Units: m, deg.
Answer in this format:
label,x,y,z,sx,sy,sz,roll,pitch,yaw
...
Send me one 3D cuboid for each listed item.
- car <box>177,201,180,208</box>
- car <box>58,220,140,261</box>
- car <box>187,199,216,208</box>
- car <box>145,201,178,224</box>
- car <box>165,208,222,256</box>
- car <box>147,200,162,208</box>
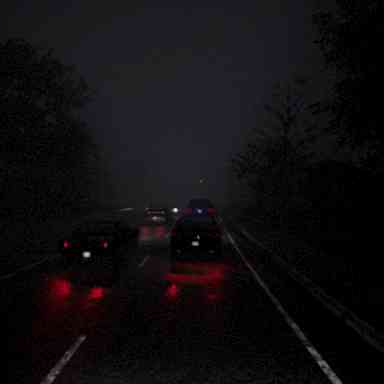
label,x,y,z,sx,sy,sz,roll,pitch,yaw
car,-3.522,2.355,62.595,1.895,1.301,4.718,0,-1,6
car,-3.334,1.759,12.978,1.895,1.301,4.718,0,-1,2
car,0.713,1.552,27.050,2.150,2.045,5.566,0,0,3
car,-2.715,1.833,28.166,2.128,1.511,4.902,0,-1,4
car,0.208,1.646,13.900,1.882,1.535,5.008,0,0,2
car,-7.033,2.319,62.670,1.994,1.385,4.181,0,-1,6
